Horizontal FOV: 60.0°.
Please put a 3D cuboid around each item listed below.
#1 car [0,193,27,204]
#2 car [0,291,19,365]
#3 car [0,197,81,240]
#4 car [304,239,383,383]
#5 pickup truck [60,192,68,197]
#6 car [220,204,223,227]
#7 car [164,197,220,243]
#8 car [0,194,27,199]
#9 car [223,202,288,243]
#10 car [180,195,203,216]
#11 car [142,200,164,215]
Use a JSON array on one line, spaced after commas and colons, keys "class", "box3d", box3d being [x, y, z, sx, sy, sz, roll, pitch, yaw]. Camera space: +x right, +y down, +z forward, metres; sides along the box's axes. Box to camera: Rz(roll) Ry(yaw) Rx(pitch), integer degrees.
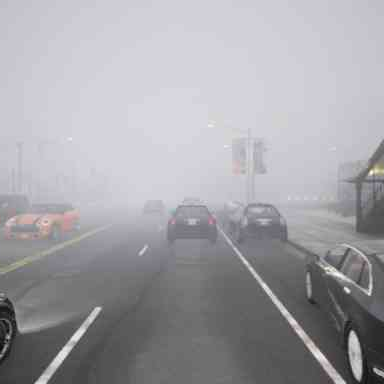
[{"class": "car", "box3d": [-29.389, 1.065, 54.852, 2.185, 1.767, 4.553, 0, 0, -1]}, {"class": "car", "box3d": [-3.425, 1.554, 2.990, 1.994, 1.385, 4.181, 0, 0, 0]}, {"class": "car", "box3d": [-7.193, 1.294, 16.461, 2.097, 1.767, 4.553, 0, 0, 0]}, {"class": "car", "box3d": [2.980, 1.461, 5.045, 2.231, 1.521, 4.892, 0, 0, 9]}, {"class": "pickup truck", "box3d": [-29.190, 0.801, 82.479, 6.274, 2.098, 2.390, 0, 0, -1]}, {"class": "car", "box3d": [2.751, 1.398, 22.244, 2.097, 1.535, 5.008, 0, 0, -1]}, {"class": "car", "box3d": [-0.005, 1.294, 15.827, 2.097, 1.767, 4.553, 0, 0, 0]}, {"class": "car", "box3d": [-10.704, 1.158, 17.943, 2.150, 2.045, 5.566, 0, 0, 0]}, {"class": "car", "box3d": [2.937, 1.295, 15.819, 2.185, 1.767, 4.553, 0, 0, -1]}, {"class": "car", "box3d": [0.015, 1.235, 32.249, 2.097, 1.767, 4.553, 0, 0, 2]}, {"class": "car", "box3d": [-3.619, 1.432, 31.917, 2.033, 1.411, 5.357, 0, 0, 0]}]
